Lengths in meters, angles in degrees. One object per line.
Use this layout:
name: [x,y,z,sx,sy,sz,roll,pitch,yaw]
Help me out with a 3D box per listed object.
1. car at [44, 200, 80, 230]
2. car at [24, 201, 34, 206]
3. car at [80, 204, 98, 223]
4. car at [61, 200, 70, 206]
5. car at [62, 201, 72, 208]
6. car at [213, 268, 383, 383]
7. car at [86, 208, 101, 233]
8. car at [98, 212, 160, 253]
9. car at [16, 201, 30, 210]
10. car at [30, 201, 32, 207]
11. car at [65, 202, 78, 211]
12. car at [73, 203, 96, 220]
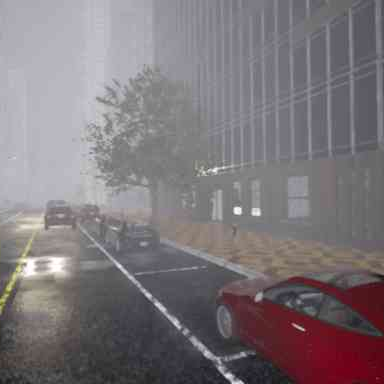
car: [-9.898,1.760,24.950,2.097,1.767,4.553,0,-1,-23]
car: [-41.524,2.937,84.684,1.947,1.339,4.313,0,-1,-23]
car: [-9.345,1.900,30.320,1.967,1.590,4.097,0,-1,-23]
car: [-31.582,2.811,82.712,1.947,1.339,4.313,0,-1,-23]
car: [-27.135,2.661,72.233,1.947,1.339,4.313,0,-1,-23]
car: [1.776,1.614,4.121,1.802,1.307,4.206,0,-1,-23]
car: [-4.896,1.845,19.839,2.008,1.369,4.403,0,-1,-23]
car: [-2.672,1.760,14.600,2.008,1.369,4.403,0,-1,-23]
car: [-32.627,2.615,63.725,1.887,1.381,4.507,0,-1,-23]
car: [-34.851,2.728,68.965,1.802,1.307,4.206,0,-1,-23]
car: [-20.463,2.409,56.516,1.887,1.381,4.507,0,-1,-23]
car: [-11.569,1.982,35.559,1.967,1.590,4.097,0,-1,-23]
